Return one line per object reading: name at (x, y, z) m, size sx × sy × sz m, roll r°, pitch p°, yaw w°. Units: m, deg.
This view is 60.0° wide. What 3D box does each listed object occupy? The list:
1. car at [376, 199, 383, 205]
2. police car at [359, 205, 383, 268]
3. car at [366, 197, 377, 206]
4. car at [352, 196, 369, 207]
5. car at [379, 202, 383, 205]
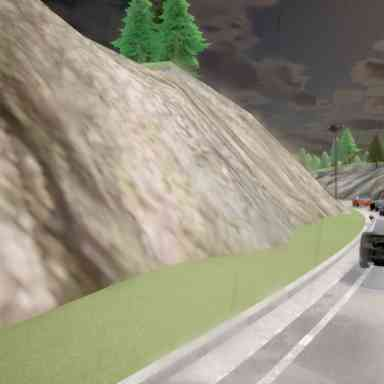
car at (14.228, 1.476, 23.263) m, size 1.882 × 1.535 × 5.008 m, roll 0°, pitch 0°, yaw 28°
police car at (6.672, 1.424, 10.639) m, size 1.930 × 1.638 × 5.238 m, roll 0°, pitch 0°, yaw 34°
car at (22.322, 1.560, 39.145) m, size 1.994 × 1.385 × 4.181 m, roll 0°, pitch 0°, yaw 18°
car at (25.784, 1.347, 50.440) m, size 2.097 × 1.767 × 4.553 m, roll 0°, pitch 0°, yaw 15°
car at (11.549, 1.504, 18.389) m, size 1.837 × 1.490 × 4.892 m, roll 0°, pitch 0°, yaw 30°
